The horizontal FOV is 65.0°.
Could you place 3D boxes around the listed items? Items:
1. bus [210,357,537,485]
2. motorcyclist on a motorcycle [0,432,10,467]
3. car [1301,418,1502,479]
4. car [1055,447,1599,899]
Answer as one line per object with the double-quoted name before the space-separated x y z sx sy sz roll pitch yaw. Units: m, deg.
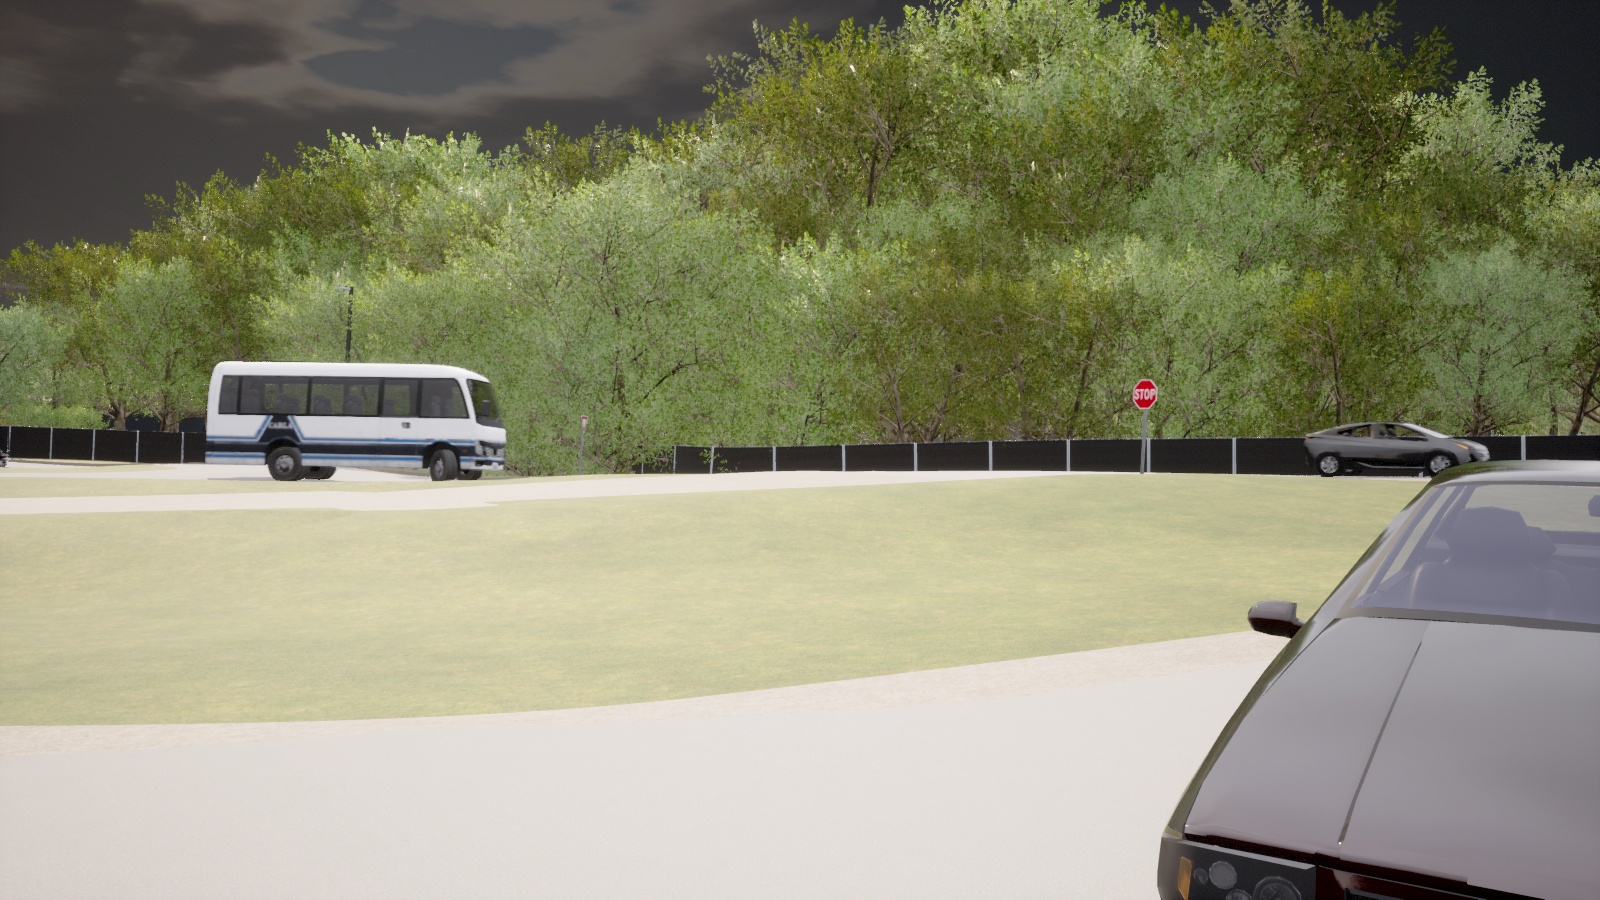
"bus" -15.079 -0.975 45.018 10.273 4.253 3.944 1 -1 5
"motorcyclist on a motorcycle" -37.974 -0.036 58.541 1.817 1.590 0.866 1 2 -24
"car" 16.210 -0.028 34.000 4.514 1.525 2.007 0 0 42
"car" 2.824 0.751 4.233 2.033 1.411 5.357 2 2 33
